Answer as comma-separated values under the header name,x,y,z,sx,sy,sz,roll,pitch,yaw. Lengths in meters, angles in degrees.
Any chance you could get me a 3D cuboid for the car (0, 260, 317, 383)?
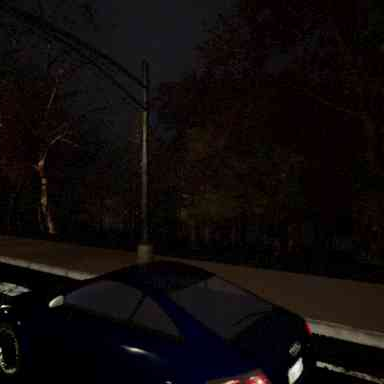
name,x,y,z,sx,sy,sz,roll,pitch,yaw
car,-0.694,1.600,4.176,4.181,1.385,1.994,-1,0,36
